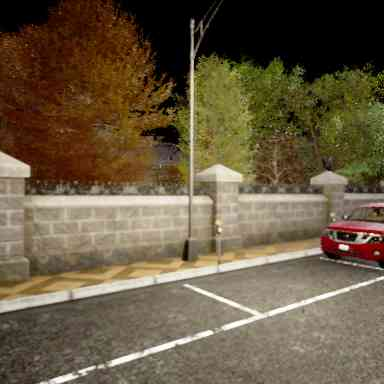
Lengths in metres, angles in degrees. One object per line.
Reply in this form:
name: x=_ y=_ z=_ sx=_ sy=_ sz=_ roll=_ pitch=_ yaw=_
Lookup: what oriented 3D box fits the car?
car: x=6.493 y=1.295 z=11.185 sx=5.009 sy=1.841 sz=2.192 roll=0 pitch=1 yaw=-36
